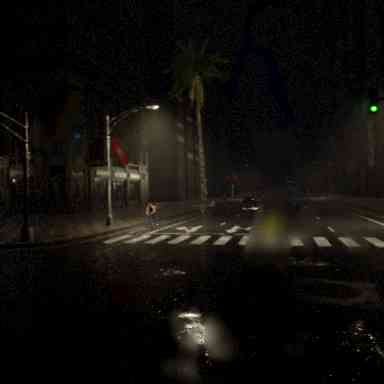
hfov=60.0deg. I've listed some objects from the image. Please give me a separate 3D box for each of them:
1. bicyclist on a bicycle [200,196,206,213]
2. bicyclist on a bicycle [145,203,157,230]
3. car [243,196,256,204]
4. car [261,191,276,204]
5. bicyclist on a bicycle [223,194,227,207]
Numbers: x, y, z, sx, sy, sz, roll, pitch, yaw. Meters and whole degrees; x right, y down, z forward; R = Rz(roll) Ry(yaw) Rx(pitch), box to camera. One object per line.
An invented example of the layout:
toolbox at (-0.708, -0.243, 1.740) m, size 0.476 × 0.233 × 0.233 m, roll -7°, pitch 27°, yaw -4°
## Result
bicyclist on a bicycle at (1.072, 1.316, 33.537) m, size 0.659 × 1.776 × 1.843 m, roll -1°, pitch 0°, yaw 15°
bicyclist on a bicycle at (-2.514, 1.504, 20.552) m, size 0.582 × 1.620 × 1.656 m, roll -1°, pitch 0°, yaw 15°
car at (9.814, 1.291, 56.782) m, size 1.895 × 1.301 × 4.718 m, roll -1°, pitch 0°, yaw 15°
car at (12.936, 0.834, 55.916) m, size 2.150 × 2.045 × 5.566 m, roll -1°, pitch 0°, yaw 15°
bicyclist on a bicycle at (4.496, 1.214, 45.918) m, size 0.659 × 1.776 × 1.843 m, roll -1°, pitch 0°, yaw 15°
